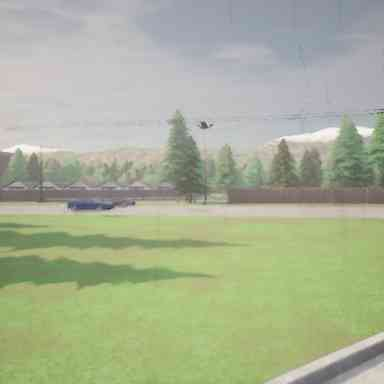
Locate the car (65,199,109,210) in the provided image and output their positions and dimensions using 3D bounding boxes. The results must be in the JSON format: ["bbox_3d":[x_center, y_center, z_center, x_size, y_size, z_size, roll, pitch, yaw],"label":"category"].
[{"bbox_3d":[-12.552,1.461,39.978,4.718,1.301,1.895,0,0,11],"label":"car"}]

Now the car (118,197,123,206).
[{"bbox_3d":[-11.908,1.443,43.418,4.718,1.301,1.895,0,0,11],"label":"car"}]

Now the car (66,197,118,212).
[{"bbox_3d":[-11.004,1.350,36.103,5.008,1.535,1.882,0,0,11],"label":"car"}]

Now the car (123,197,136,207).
[{"bbox_3d":[-9.986,1.385,46.605,4.181,1.385,1.994,0,0,11],"label":"car"}]
